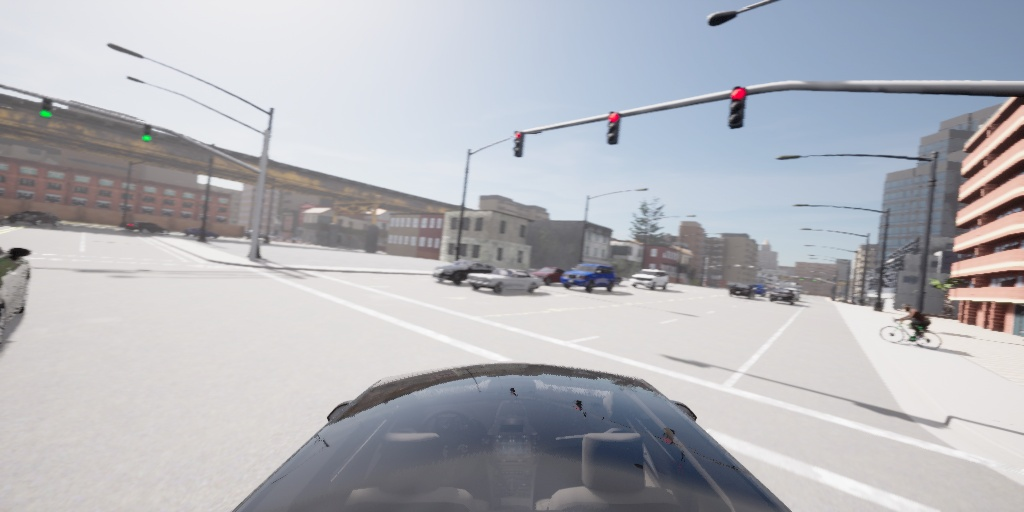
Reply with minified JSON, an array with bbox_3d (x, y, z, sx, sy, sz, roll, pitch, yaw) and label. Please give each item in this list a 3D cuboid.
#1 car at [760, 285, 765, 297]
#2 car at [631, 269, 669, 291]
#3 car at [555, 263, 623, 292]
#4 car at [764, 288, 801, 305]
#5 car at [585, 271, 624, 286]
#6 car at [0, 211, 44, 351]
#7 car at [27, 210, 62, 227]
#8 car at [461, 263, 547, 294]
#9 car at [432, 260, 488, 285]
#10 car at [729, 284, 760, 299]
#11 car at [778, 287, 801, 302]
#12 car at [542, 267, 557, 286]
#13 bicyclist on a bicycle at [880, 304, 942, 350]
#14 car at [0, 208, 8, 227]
[{"bbox_3d":[31.601,4.394,46.488,1.882,1.535,5.008,6,0,41],"label":"car"},{"bbox_3d":[14.467,2.436,37.476,2.150,2.045,5.566,6,0,42],"label":"car"},{"bbox_3d":[6.087,1.637,27.829,2.150,2.045,5.566,6,0,41],"label":"car"},{"bbox_3d":[27.210,3.997,36.022,2.128,1.511,4.902,6,0,41],"label":"car"},{"bbox_3d":[9.692,2.336,37.354,1.895,1.301,4.718,6,0,41],"label":"car"},{"bbox_3d":[-8.300,0.197,4.795,4.553,1.767,2.097,6,-1,40],"label":"car"},{"bbox_3d":[-48.660,-3.887,36.712,1.837,1.490,4.892,7,-1,-27],"label":"car"},{"bbox_3d":[-0.331,1.375,20.480,1.895,1.301,4.718,6,0,40],"label":"car"},{"bbox_3d":[-2.807,1.008,22.934,2.128,1.511,4.902,6,0,41],"label":"car"},{"bbox_3d":[24.845,3.732,38.621,1.882,1.535,5.008,6,0,41],"label":"car"},{"bbox_3d":[34.245,4.720,44.216,1.812,1.442,4.674,6,0,41],"label":"car"},{"bbox_3d":[3.244,1.646,29.910,1.812,1.442,4.674,6,0,41],"label":"car"},{"bbox_3d":[15.651,2.741,14.057,1.656,1.620,0.582,7,1,41],"label":"bicyclist on a bicycle"},{"bbox_3d":[-42.221,-3.209,28.647,4.674,1.442,1.812,6,-1,40],"label":"car"}]
